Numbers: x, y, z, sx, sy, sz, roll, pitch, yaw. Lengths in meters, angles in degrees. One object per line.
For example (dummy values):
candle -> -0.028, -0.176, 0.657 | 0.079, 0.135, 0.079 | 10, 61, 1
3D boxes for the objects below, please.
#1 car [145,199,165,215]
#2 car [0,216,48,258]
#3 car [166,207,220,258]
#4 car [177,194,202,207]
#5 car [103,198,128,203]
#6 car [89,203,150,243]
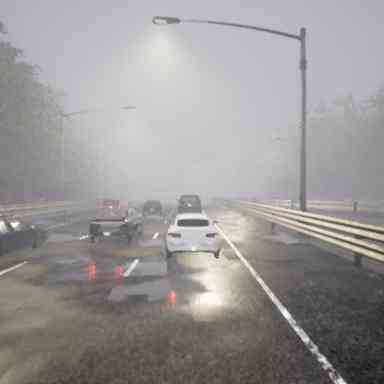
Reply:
car -> -3.801, 1.488, 33.437 | 1.882, 1.535, 5.008 | 0, 0, -1
car -> -6.959, 1.547, 11.588 | 2.033, 1.411, 5.357 | 0, 0, 0
car -> 0.026, 1.523, 12.718 | 1.812, 1.442, 4.674 | 0, 0, 0
car -> -0.244, 1.228, 30.992 | 2.150, 2.045, 5.566 | 0, 0, -1
car -> -7.265, 1.362, 31.638 | 2.097, 1.767, 4.553 | 0, 0, -1
car -> -3.508, 1.490, 16.043 | 2.128, 1.511, 4.902 | 0, 0, -1
